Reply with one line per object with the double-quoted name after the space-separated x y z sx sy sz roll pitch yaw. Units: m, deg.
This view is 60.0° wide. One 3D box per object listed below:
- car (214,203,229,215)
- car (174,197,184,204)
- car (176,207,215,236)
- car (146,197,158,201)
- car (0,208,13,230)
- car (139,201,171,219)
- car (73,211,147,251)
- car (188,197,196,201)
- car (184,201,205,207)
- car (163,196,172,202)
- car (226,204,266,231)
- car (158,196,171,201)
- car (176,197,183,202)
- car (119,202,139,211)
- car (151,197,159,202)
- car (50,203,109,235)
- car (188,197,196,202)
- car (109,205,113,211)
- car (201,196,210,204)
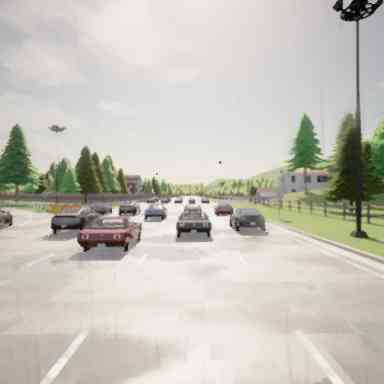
3.596 1.903 37.911 1.994 1.385 4.181 0 -1 0 "car"
-3.508 2.304 84.921 1.994 1.385 4.181 0 -1 0 "car"
0.098 1.776 19.479 1.895 1.301 4.718 0 -1 0 "car"
-10.508 2.273 84.504 2.128 1.511 4.902 0 -1 0 "car"
-13.363 1.726 22.203 1.812 1.442 4.674 0 -1 -16 "car"
-3.403 1.833 31.859 2.033 1.411 5.357 0 -1 0 "car"
-3.400 1.734 14.740 1.895 1.301 4.718 0 -1 0 "car"
-0.008 2.272 84.504 2.128 1.511 4.902 0 -1 0 "car"
0.098 1.920 35.688 1.895 1.301 4.718 0 -1 0 "car"
-7.009 2.036 94.896 2.097 1.767 4.553 0 -1 0 "car"
3.582 1.722 21.885 1.812 1.442 4.674 0 -1 0 "car"
-7.008 2.303 84.887 1.994 1.385 4.181 0 -1 0 "car"
-3.509 2.181 94.925 1.837 1.490 4.892 0 -1 0 "car"
-6.904 1.825 37.177 2.128 1.511 4.902 0 -1 0 "car"
-10.509 2.205 94.925 1.812 1.442 4.674 0 -1 0 "car"
-6.900 1.674 20.322 2.128 1.511 4.902 0 -1 0 "car"
-0.009 2.233 94.925 1.994 1.385 4.181 0 -1 0 "car"
-10.404 1.904 37.916 1.994 1.385 4.181 0 -1 0 "car"
3.492 2.303 84.921 1.994 1.385 4.181 0 -1 0 "car"
